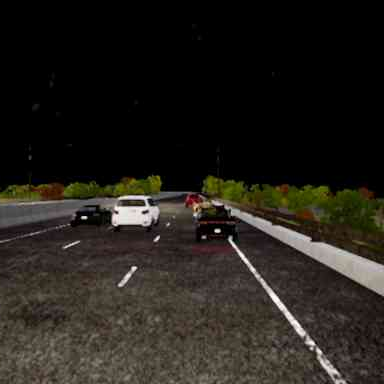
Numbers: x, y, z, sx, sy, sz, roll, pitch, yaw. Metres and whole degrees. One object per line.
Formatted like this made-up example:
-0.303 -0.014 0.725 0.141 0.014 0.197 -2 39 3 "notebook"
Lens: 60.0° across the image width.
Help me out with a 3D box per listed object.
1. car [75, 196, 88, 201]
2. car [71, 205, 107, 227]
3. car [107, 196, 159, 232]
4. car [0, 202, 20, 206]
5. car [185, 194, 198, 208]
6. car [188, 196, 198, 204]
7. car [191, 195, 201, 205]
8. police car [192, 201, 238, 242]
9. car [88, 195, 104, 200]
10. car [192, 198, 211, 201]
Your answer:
-24.262 1.679 73.625 1.994 1.385 4.181 0 0 0 "car"
-6.828 1.609 23.106 1.994 1.385 4.181 0 0 0 "car"
-3.336 1.262 20.597 2.150 2.045 5.566 0 0 0 "car"
-17.500 1.662 31.594 1.895 1.301 4.718 0 0 0 "car"
0.164 1.320 51.150 2.150 2.045 5.566 0 0 0 "car"
0.221 1.620 68.367 2.128 1.511 4.902 0 0 0 "car"
1.153 1.415 32.642 2.097 1.767 4.553 0 0 0 "car"
1.101 1.459 16.782 1.930 1.638 5.238 0 0 0 "police car"
-20.763 1.482 73.643 2.097 1.767 4.553 0 0 0 "car"
1.134 1.509 26.862 1.801 1.575 5.366 0 0 0 "car"
